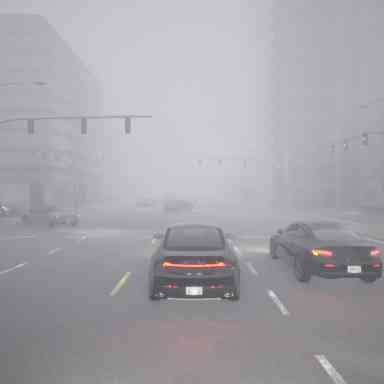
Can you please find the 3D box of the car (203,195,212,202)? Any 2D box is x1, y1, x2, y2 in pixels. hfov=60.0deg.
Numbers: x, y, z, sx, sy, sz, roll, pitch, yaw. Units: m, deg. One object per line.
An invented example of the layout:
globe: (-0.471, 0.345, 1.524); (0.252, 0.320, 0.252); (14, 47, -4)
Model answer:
car: (3.494, 1.500, 74.673); (1.837, 1.490, 4.892); (0, 0, 0)

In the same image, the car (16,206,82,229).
car: (-9.371, 1.601, 22.012); (4.718, 1.301, 1.895); (0, 0, 38)

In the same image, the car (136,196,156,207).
car: (-7.105, 1.547, 50.077); (2.033, 1.411, 5.357); (0, 0, 0)

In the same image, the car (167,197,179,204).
car: (-3.558, 1.601, 63.291); (1.895, 1.301, 4.718); (0, 0, 1)

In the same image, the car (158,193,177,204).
car: (-3.610, 1.221, 53.318); (2.150, 2.045, 5.566); (0, 0, 1)

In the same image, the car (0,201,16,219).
car: (-17.357, 1.352, 28.618); (4.553, 1.767, 2.097); (0, 0, 1)

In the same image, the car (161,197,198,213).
car: (-1.428, 1.564, 37.795); (1.994, 1.385, 4.181); (0, 0, 28)

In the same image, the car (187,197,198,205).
car: (0.057, 1.564, 59.773); (1.994, 1.385, 4.181); (0, 0, 0)

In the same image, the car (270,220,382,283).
car: (3.562, 1.526, 9.576); (1.812, 1.442, 4.674); (0, 0, 0)

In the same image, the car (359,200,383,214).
car: (20.841, 1.547, 35.441); (5.357, 1.411, 2.033); (0, 0, 1)

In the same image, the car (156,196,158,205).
car: (-7.078, 1.477, 59.900); (1.882, 1.535, 5.008); (0, 0, 0)

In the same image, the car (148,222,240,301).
car: (0.057, 1.505, 8.320); (1.837, 1.490, 4.892); (0, 0, 0)
